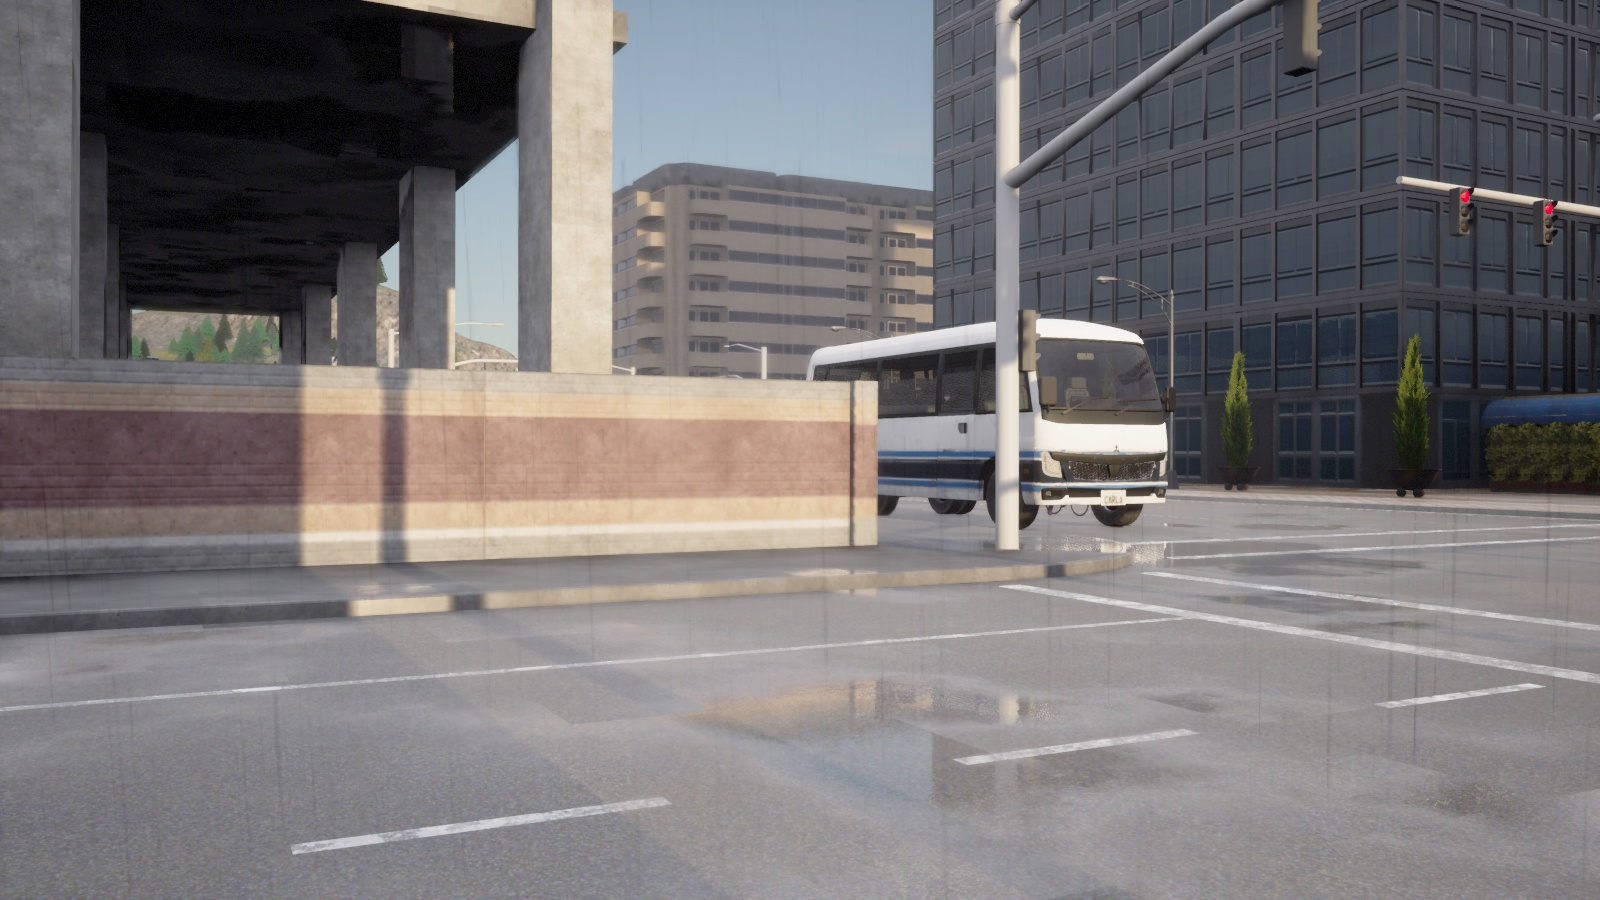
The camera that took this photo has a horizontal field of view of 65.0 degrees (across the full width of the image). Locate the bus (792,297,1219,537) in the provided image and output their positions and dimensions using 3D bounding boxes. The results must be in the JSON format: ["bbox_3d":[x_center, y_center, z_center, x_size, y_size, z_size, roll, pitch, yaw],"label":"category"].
[{"bbox_3d":[3.924,-0.572,27.768,3.944,4.253,10.273,0,0,-27],"label":"bus"}]
